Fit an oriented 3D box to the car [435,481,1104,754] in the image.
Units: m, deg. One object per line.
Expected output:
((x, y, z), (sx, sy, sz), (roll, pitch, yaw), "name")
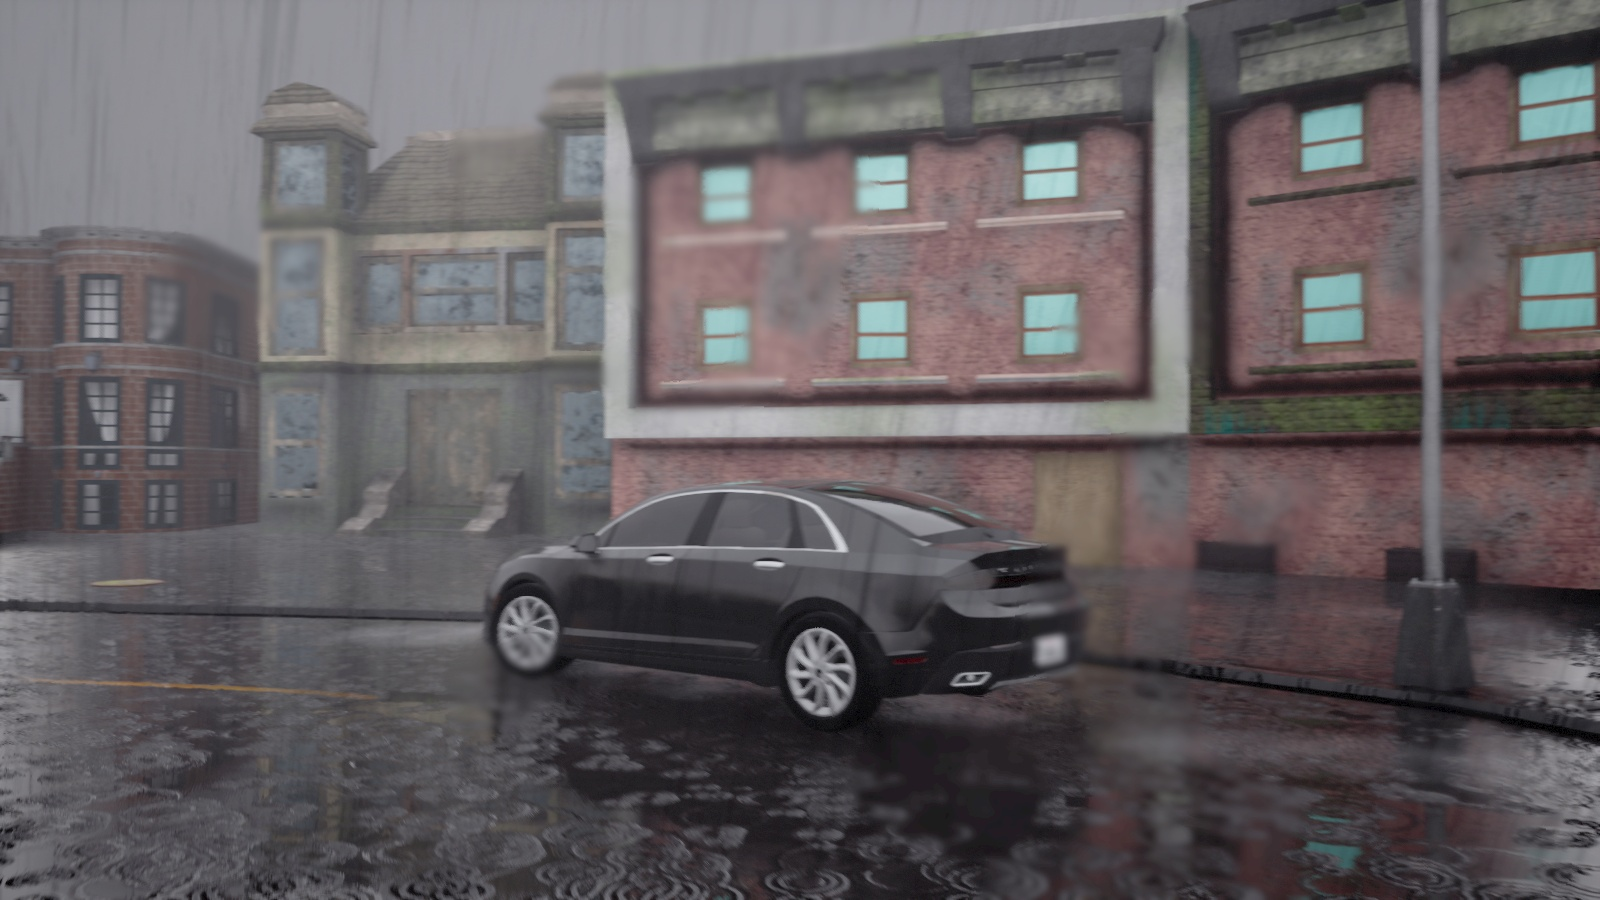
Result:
((-0.454, 0.973, 9.180), (4.892, 1.490, 1.837), (-1, -2, 40), "car")
